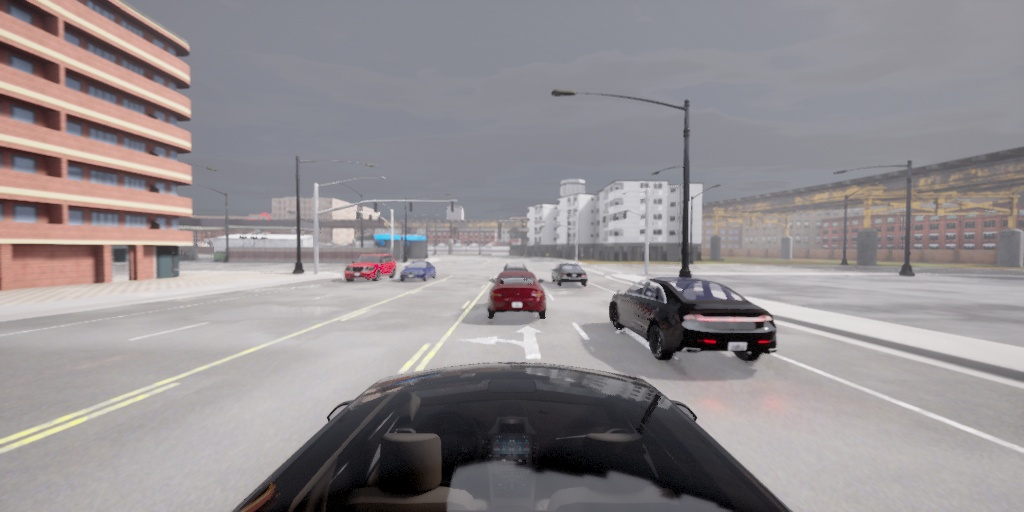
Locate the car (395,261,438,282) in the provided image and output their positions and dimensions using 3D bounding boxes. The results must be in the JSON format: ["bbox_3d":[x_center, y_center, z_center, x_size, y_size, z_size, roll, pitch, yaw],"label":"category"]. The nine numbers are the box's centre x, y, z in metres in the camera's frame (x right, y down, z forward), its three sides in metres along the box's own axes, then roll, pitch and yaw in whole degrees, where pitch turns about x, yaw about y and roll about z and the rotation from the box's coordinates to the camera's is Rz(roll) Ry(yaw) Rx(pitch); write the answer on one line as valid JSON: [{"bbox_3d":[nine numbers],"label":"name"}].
[{"bbox_3d":[-6.858,1.082,26.691,1.812,1.442,4.674,0,0,0],"label":"car"}]

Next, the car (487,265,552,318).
[{"bbox_3d":[0.156,1.224,12.562,1.812,1.442,4.674,0,0,0],"label":"car"}]

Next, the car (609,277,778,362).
[{"bbox_3d":[3.634,1.224,8.166,2.128,1.511,4.902,0,0,0],"label":"car"}]

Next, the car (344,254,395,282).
[{"bbox_3d":[-10.358,0.861,26.761,2.150,2.045,5.566,0,0,0],"label":"car"}]

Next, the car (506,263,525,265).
[{"bbox_3d":[0.251,1.169,28.188,1.895,1.301,4.718,0,1,0],"label":"car"}]

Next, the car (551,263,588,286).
[{"bbox_3d":[3.727,1.177,23.875,2.033,1.411,5.357,0,0,0],"label":"car"}]
